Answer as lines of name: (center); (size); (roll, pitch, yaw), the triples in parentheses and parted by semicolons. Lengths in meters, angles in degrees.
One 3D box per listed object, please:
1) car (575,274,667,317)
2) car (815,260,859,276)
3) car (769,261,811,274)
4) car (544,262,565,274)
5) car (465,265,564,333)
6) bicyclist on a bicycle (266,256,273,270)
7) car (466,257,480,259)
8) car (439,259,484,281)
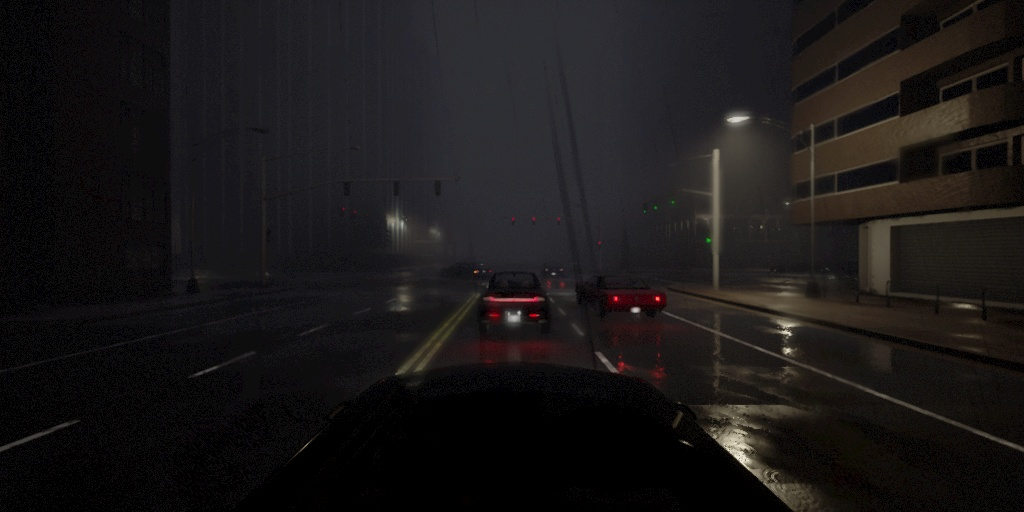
car: (3.583, 1.300, 12.863); (1.895, 1.301, 4.718); (0, 0, -2)
car: (31.267, 1.111, 33.336); (4.892, 1.490, 1.837); (0, 0, 1)
car: (29.299, 1.192, 36.857); (4.718, 1.301, 1.895); (0, 0, 1)
car: (3.597, 1.211, 32.612); (1.895, 1.301, 4.718); (0, 0, 0)
car: (0.068, 1.201, 10.568); (2.128, 1.511, 4.902); (0, 0, 0)
bicyclist on a bicycle: (-28.767, 0.868, 42.234); (0.582, 1.620, 1.656); (0, 1, 1)
car: (-7.047, 0.987, 60.963); (1.837, 1.490, 4.892); (0, 0, 1)
car: (-3.692, 1.178, 28.130); (2.033, 1.411, 5.357); (0, 0, -40)
